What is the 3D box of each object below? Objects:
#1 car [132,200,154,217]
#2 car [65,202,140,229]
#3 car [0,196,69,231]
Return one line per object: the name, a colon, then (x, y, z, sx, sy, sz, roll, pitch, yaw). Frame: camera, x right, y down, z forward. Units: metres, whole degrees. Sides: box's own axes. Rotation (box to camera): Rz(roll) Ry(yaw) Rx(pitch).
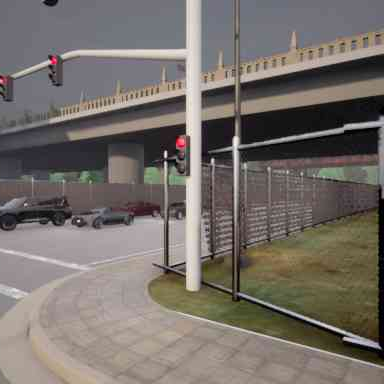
car: (-4.912, 1.532, 29.636, 1.882, 1.535, 5.008, 0, 0, 35)
car: (-5.867, 1.618, 22.230, 1.994, 1.385, 4.181, 0, 0, 35)
car: (-10.587, 1.276, 21.633, 2.150, 2.045, 5.566, 0, 0, 36)
